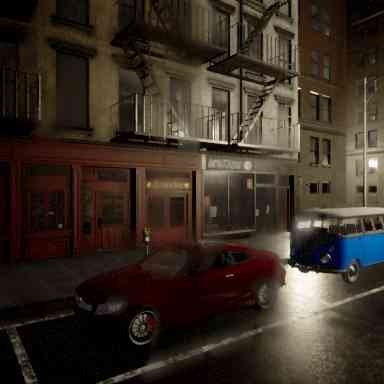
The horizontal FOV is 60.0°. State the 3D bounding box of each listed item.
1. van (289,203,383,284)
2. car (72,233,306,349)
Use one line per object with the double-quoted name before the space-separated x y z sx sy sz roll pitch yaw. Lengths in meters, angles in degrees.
"van" 4.410 1.341 9.296 3.998 1.788 1.690 0 0 -35
"car" -0.005 1.582 6.176 4.206 1.307 1.802 0 0 -35
